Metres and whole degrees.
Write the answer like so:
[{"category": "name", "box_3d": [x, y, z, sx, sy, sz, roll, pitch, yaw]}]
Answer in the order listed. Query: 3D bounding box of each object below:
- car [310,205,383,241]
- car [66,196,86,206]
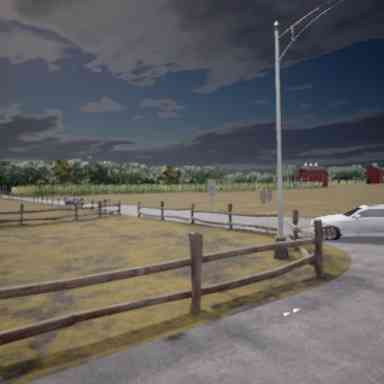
[{"category": "car", "box_3d": [7.517, 1.290, 14.159, 4.674, 1.442, 1.812, -2, 1, 17]}, {"category": "car", "box_3d": [-17.823, 1.367, 50.664, 2.033, 1.411, 5.357, -3, 2, -35]}]
